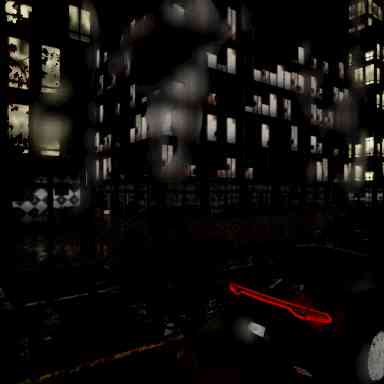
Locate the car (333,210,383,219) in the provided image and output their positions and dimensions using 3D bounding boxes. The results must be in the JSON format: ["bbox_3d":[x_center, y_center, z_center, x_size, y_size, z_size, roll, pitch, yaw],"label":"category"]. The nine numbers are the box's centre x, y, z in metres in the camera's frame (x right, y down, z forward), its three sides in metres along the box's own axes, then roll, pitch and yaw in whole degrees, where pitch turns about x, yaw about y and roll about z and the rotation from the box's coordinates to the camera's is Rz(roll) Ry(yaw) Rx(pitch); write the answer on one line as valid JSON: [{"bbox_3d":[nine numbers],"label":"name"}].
[{"bbox_3d":[8.140,1.563,16.226,4.313,1.339,1.947,0,0,-36],"label":"car"}]

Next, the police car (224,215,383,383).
[{"bbox_3d":[2.877,1.424,5.486,5.238,1.638,1.930,0,0,-35],"label":"police car"}]
